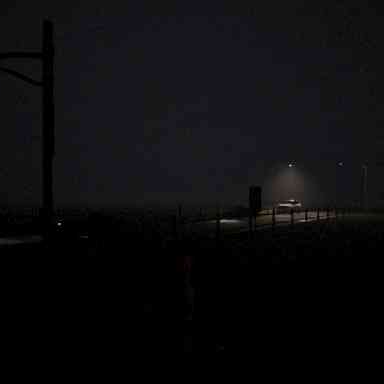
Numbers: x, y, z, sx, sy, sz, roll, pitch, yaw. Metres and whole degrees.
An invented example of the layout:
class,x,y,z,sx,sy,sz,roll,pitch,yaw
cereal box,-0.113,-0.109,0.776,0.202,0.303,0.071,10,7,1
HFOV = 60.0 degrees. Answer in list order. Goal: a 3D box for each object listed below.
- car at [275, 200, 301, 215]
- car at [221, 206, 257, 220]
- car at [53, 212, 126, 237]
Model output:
class,x,y,z,sx,sy,sz,roll,pitch,yaw
car,13.880,2.167,47.735,2.150,2.045,5.566,0,-2,36
car,5.213,2.203,35.924,2.033,1.411,5.357,0,-1,36
car,-6.436,1.883,20.317,1.895,1.301,4.718,0,-1,40
